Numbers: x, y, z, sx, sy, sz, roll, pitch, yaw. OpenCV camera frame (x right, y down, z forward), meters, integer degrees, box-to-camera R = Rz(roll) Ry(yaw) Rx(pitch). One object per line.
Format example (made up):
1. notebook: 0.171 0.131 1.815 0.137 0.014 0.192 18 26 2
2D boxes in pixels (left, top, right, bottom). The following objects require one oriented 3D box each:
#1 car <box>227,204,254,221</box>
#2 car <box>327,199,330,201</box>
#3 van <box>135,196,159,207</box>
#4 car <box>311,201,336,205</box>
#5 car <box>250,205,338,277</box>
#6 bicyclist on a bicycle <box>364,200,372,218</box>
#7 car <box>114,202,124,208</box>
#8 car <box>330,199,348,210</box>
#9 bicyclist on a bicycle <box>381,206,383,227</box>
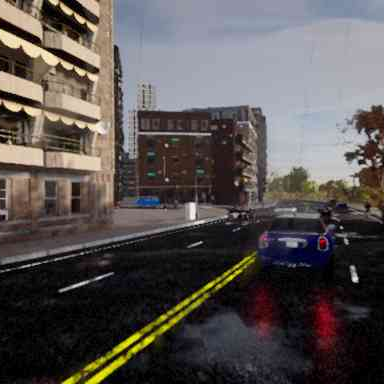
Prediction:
1. car: 4.652 1.854 30.899 2.128 1.511 4.902 -1 -1 22
2. car: 28.653 2.112 67.811 1.882 1.535 5.008 -1 -1 18
3. van: -7.675 1.679 57.613 3.998 1.788 1.690 1 -2 -8
4. car: 11.083 1.782 29.002 2.128 1.511 4.902 -1 -1 22
5. car: 3.584 1.469 11.035 2.097 1.767 4.553 -1 -1 24
6. bicyclist on a bicycle: 15.812 1.637 29.939 0.659 1.776 1.843 -1 -1 22
7. car: -12.127 1.815 48.480 4.206 1.307 1.802 1 -2 -8
8. car: 23.555 2.038 52.759 2.033 1.411 5.357 -1 -1 20
9. bicyclist on a bicycle: 12.099 1.633 20.756 0.582 1.620 1.656 -1 -1 22
